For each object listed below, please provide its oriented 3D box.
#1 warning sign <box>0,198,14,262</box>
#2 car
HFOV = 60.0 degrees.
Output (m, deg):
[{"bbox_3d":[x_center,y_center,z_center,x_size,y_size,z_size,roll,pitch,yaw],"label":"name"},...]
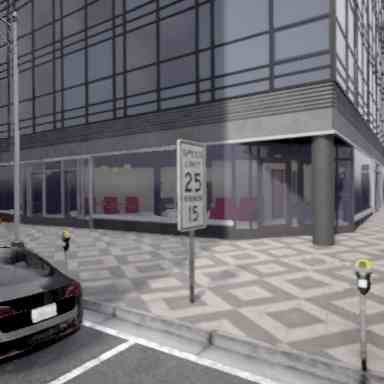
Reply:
[{"bbox_3d":[-6.218,1.129,9.870,1.060,1.860,1.300,0,0,34],"label":"warning sign"},{"bbox_3d":[-3.598,1.573,5.362,4.313,1.339,1.947,0,0,34],"label":"car"}]
